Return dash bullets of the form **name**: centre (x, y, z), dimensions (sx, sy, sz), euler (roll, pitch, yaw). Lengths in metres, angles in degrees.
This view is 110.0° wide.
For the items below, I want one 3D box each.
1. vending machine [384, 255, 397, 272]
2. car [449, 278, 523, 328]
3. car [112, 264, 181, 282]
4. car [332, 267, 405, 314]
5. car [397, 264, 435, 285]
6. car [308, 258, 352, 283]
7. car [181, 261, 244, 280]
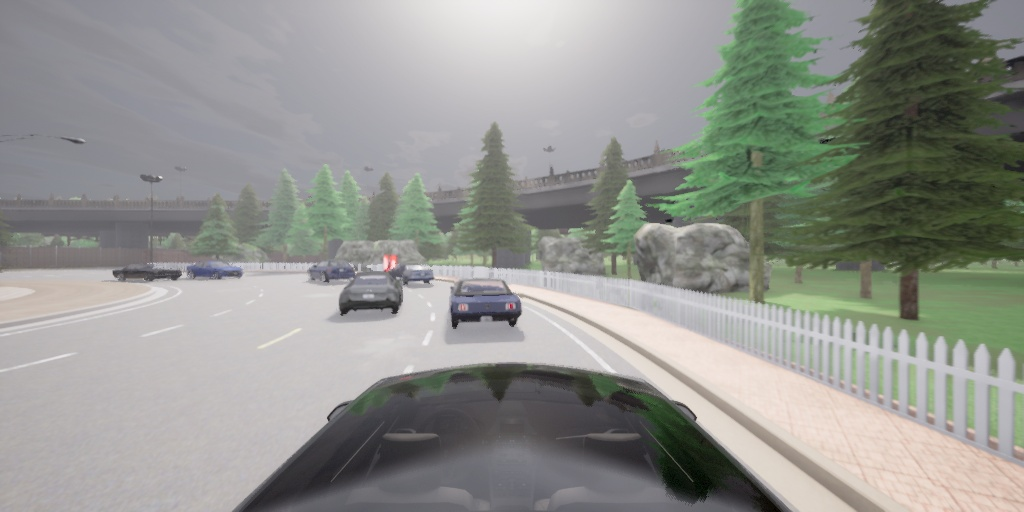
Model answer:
- **vending machine**: centre (-12.154, 0.864, 35.828), dimensions (0.880, 2.100, 1.100), euler (0, 0, 36)
- **car**: centre (-1.014, 1.327, 11.351), dimensions (1.895, 1.301, 4.718), euler (0, 0, -10)
- **car**: centre (-27.884, 1.289, 27.490), dimensions (4.718, 1.301, 1.895), euler (0, 0, 15)
- **car**: centre (-5.259, 1.286, 13.706), dimensions (1.994, 1.385, 4.181), euler (0, 0, -16)
- **car**: centre (-7.343, 1.241, 25.399), dimensions (2.033, 1.411, 5.357), euler (0, 0, -37)
- **car**: centre (-13.783, 1.041, 27.236), dimensions (4.553, 1.767, 2.097), euler (0, 0, 44)
- **car**: centre (-24.830, 1.160, 30.025), dimensions (5.008, 1.535, 1.882), euler (0, 0, 20)
